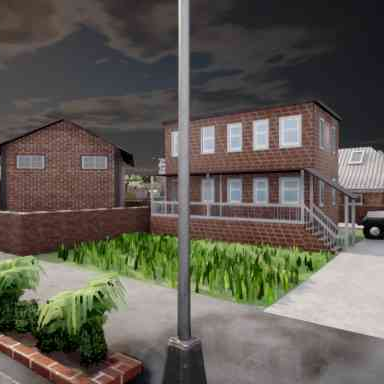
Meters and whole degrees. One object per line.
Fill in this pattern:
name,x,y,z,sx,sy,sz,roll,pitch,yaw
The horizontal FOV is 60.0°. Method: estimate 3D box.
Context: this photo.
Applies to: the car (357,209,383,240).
car,8.506,0.973,12.581,3.866,1.878,1.905,0,0,36
